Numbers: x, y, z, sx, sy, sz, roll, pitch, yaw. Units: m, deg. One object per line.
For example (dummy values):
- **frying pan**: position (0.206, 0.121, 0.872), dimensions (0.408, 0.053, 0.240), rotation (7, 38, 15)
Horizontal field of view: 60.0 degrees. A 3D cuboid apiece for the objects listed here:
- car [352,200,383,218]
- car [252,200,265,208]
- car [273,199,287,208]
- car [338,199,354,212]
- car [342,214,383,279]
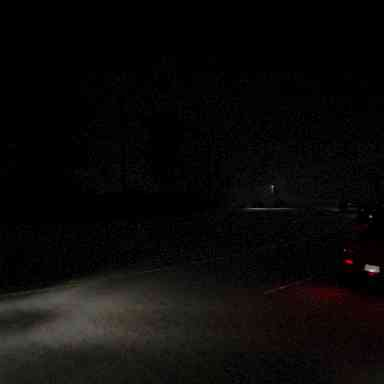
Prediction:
- **car**: position (13.910, 1.560, 25.863), dimensions (2.128, 1.511, 4.902), rotation (0, 0, 28)
- **car**: position (11.003, 1.951, 55.470), dimensions (1.994, 1.385, 4.181), rotation (-1, -1, 9)
- **car**: position (14.449, 1.889, 54.878), dimensions (2.033, 1.411, 5.357), rotation (-1, -1, 9)
- **car**: position (19.236, 1.642, 40.812), dimensions (2.128, 1.511, 4.902), rotation (-1, -1, 12)
- **car**: position (5.651, 1.534, 9.013), dimensions (4.674, 1.442, 1.812), rotation (0, 0, -45)
